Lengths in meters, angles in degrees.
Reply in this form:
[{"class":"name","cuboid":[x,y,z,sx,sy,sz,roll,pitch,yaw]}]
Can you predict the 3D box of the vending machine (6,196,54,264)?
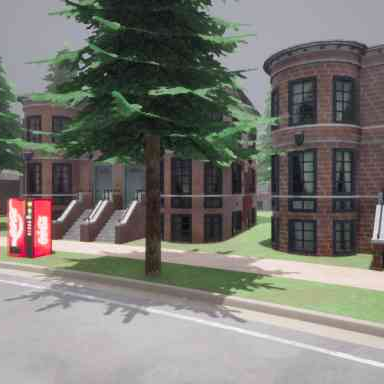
[{"class":"vending machine","cuboid":[-5.337,1.195,10.994,0.880,2.100,1.100,0,0,23]}]
